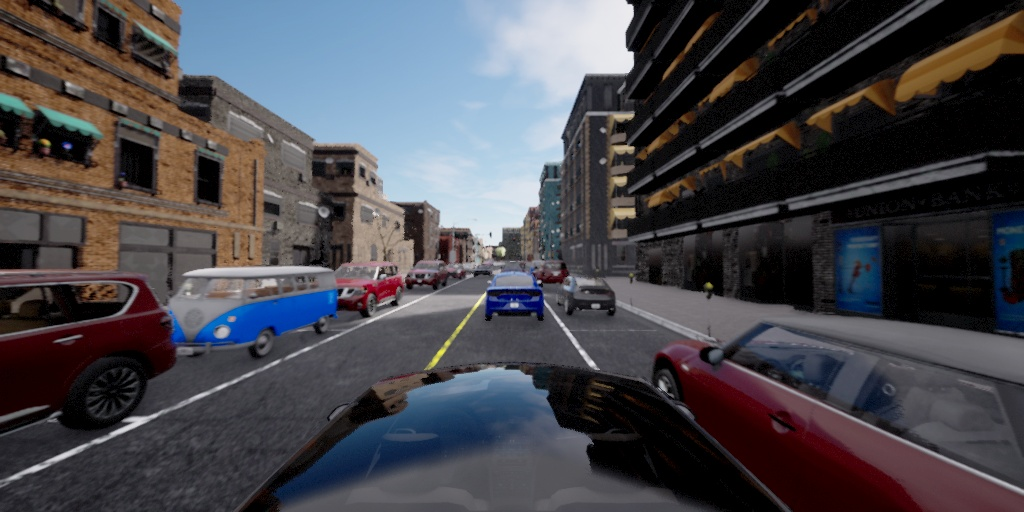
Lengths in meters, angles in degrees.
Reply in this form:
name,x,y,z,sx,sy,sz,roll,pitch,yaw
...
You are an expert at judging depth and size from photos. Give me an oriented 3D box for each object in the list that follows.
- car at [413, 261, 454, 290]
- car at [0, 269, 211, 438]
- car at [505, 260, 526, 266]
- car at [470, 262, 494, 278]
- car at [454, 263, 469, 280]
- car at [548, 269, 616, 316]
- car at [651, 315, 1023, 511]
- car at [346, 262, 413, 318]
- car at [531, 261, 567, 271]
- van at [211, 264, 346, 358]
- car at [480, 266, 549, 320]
name,x,y,z,sx,sy,sz,roll,pitch,yaw
car,-5.692,1.240,24.553,2.192,1.841,5.009,0,0,0
car,-5.689,1.074,2.925,2.192,1.841,5.009,0,0,0
car,0.088,1.325,30.667,2.097,1.767,4.553,0,0,0
car,-3.098,1.636,38.785,1.895,1.301,4.718,0,0,0
car,-5.694,1.448,35.368,1.967,1.591,4.097,0,0,0
car,2.690,1.394,13.733,2.007,1.370,4.403,0,0,0
car,2.692,1.199,2.920,1.967,1.591,4.097,0,0,0
car,-5.691,1.158,13.739,2.192,1.841,5.009,0,0,0
car,2.689,1.241,24.547,2.192,1.841,5.009,0,0,0
van,-5.690,1.142,8.332,1.690,1.789,3.998,0,0,0
car,0.085,1.316,13.130,1.882,1.535,5.008,0,0,0
